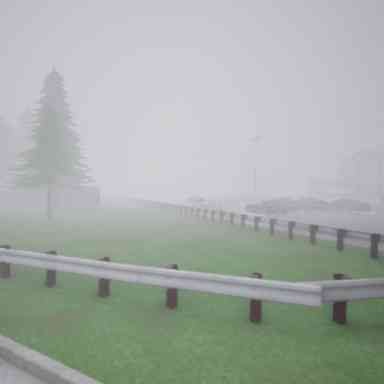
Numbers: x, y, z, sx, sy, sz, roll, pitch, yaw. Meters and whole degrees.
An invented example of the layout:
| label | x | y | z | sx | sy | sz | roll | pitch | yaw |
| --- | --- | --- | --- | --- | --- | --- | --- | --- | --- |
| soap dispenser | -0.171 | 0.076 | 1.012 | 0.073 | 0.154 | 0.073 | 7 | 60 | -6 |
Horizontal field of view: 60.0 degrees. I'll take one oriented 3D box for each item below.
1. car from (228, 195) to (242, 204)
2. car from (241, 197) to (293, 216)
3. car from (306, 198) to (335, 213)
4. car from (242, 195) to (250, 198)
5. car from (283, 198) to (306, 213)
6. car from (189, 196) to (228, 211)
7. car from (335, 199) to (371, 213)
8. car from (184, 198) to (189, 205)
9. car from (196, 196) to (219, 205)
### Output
| label | x | y | z | sx | sy | sz | roll | pitch | yaw |
| --- | --- | --- | --- | --- | --- | --- | --- | --- | --- |
| car | 5.678 | 1.310 | 53.834 | 1.895 | 1.301 | 4.718 | 0 | 0 | -20 |
| car | 6.715 | 1.453 | 30.400 | 1.895 | 1.301 | 4.718 | 0 | 0 | -20 |
| car | 12.316 | 1.340 | 35.495 | 2.128 | 1.511 | 4.902 | 0 | 0 | -20 |
| car | 8.502 | 1.212 | 56.315 | 1.837 | 1.490 | 4.892 | 0 | 0 | -20 |
| car | 9.024 | 1.331 | 34.304 | 2.128 | 1.511 | 4.902 | 0 | 0 | -20 |
| car | 1.591 | 1.331 | 34.234 | 1.812 | 1.442 | 4.674 | 0 | 0 | -20 |
| car | 16.166 | 1.416 | 35.139 | 2.033 | 1.411 | 5.357 | 0 | 0 | -20 |
| car | 0.511 | 1.269 | 47.543 | 2.033 | 1.411 | 5.357 | 0 | 0 | -20 |
| car | 2.389 | 1.301 | 52.642 | 1.895 | 1.301 | 4.718 | 0 | 0 | -20 |
